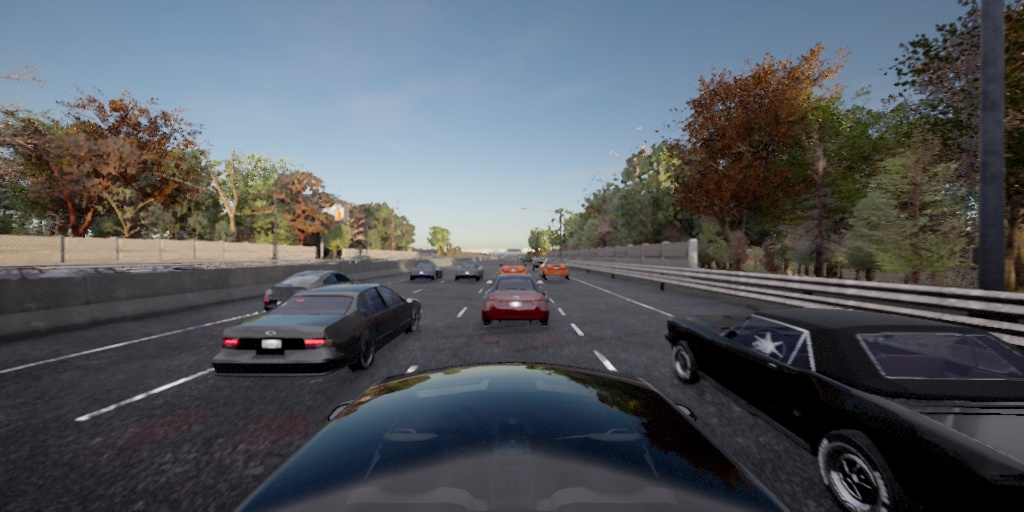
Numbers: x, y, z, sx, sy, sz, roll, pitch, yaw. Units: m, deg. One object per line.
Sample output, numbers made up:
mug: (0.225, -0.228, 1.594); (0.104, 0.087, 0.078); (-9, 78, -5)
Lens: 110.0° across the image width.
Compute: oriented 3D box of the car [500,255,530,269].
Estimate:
car: (0.103, 1.038, 28.404); (2.097, 1.767, 4.553); (0, 0, 0)

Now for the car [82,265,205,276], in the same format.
car: (-17.597, 1.199, 18.090); (2.128, 1.511, 4.902); (0, 0, 0)

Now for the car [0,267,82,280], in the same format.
car: (-21.097, 1.256, 17.521); (2.033, 1.411, 5.357); (0, 0, 0)

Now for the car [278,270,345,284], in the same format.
car: (-6.896, 1.245, 13.087); (1.812, 1.442, 4.674); (0, 0, 0)

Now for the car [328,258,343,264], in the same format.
car: (-28.017, 1.119, 58.235); (2.128, 1.511, 4.902); (0, 0, 1)

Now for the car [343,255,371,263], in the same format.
car: (-24.524, 0.847, 57.921); (2.150, 2.045, 5.566); (0, 0, 1)

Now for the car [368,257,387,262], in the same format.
car: (-21.039, 1.190, 58.046); (1.994, 1.385, 4.181); (0, 0, 1)

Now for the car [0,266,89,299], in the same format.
car: (-24.598, 1.256, 17.329); (2.033, 1.411, 5.357); (0, 0, 0)

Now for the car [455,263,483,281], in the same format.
car: (-3.393, 1.248, 29.141); (1.994, 1.385, 4.181); (0, 0, 0)

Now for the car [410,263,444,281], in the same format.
car: (-6.893, 1.247, 29.303); (1.994, 1.385, 4.181); (0, 0, 0)

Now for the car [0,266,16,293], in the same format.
car: (-28.099, 1.257, 16.910); (2.033, 1.411, 5.357); (0, 0, 0)

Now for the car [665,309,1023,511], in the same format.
car: (3.458, 1.242, 3.983); (1.895, 1.301, 4.718); (0, 0, 2)

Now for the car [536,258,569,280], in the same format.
car: (3.504, 0.940, 30.569); (2.097, 1.767, 4.553); (0, 0, 0)

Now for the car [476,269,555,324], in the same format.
car: (0.100, 1.287, 11.824); (1.994, 1.385, 4.181); (0, 0, 0)

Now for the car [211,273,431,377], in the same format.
car: (-3.397, 1.281, 7.577); (2.033, 1.411, 5.357); (0, 0, 0)

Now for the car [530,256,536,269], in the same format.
car: (3.506, 1.052, 46.599); (1.837, 1.490, 4.892); (0, 0, 0)
